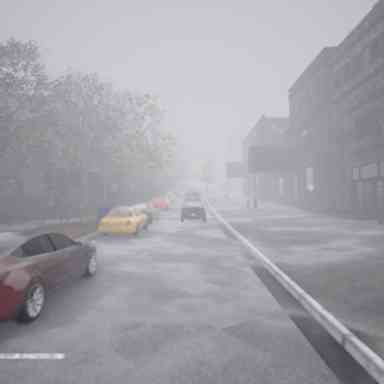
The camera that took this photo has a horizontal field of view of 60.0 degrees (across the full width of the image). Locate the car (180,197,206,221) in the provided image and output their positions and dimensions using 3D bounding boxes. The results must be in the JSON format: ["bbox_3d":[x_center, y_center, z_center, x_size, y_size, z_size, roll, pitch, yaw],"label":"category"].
[{"bbox_3d":[0.098,1.454,26.716,1.882,1.535,5.008,0,1,0],"label":"car"}]

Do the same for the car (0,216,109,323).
[{"bbox_3d":[-3.663,1.547,7.321,2.163,1.488,4.792,-1,0,2],"label":"car"}]

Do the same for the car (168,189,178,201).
[{"bbox_3d":[-3.635,0.878,48.981,1.946,1.575,5.366,1,2,2],"label":"car"}]

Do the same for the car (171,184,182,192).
[{"bbox_3d":[-3.660,-0.122,65.828,2.185,1.767,4.553,0,3,2],"label":"car"}]

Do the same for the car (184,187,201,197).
[{"bbox_3d":[0.098,0.775,45.351,2.150,2.045,5.566,0,2,0],"label":"car"}]

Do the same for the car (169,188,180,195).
[{"bbox_3d":[-3.639,0.634,54.715,2.231,1.521,4.892,1,3,2],"label":"car"}]

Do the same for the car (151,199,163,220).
[{"bbox_3d":[-3.653,1.513,24.705,2.002,1.452,4.674,0,0,2],"label":"car"}]

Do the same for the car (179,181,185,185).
[{"bbox_3d":[-3.653,-1.363,88.295,1.946,1.575,5.366,0,3,2],"label":"car"}]

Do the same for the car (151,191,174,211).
[{"bbox_3d":[-3.631,1.136,37.962,2.185,1.767,4.553,2,2,2],"label":"car"}]

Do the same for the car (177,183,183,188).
[{"bbox_3d":[-3.661,-0.457,71.389,2.185,1.767,4.553,0,3,2],"label":"car"}]

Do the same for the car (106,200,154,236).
[{"bbox_3d":[-3.646,1.484,18.568,1.946,1.575,5.366,0,1,2],"label":"car"}]
